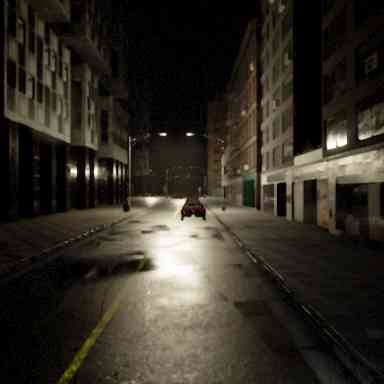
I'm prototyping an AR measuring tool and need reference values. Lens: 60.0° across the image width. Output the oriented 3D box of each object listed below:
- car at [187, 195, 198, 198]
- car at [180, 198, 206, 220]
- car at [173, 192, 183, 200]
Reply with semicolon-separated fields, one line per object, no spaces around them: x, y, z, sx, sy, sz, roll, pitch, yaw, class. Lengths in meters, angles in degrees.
0.079;1.182;43.803;1.882;1.535;5.008;0;1;0;car
0.087;1.423;26.032;1.895;1.301;4.718;0;0;0;car
-3.036;0.720;72.417;2.097;1.767;4.553;0;0;0;car
